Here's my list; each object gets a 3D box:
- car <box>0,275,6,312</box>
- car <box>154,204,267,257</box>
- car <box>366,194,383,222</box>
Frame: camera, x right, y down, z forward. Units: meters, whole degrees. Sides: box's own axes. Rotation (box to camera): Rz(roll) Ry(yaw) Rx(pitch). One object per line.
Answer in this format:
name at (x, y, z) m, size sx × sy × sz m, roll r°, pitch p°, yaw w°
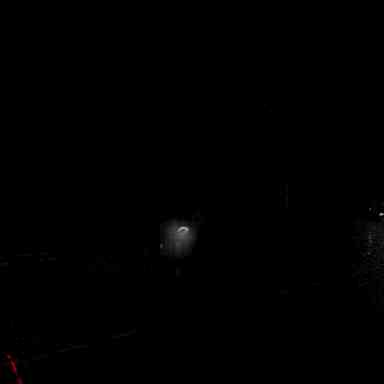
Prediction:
car at (-5.340, 1.467, 4.404) m, size 5.008 × 1.535 × 1.882 m, roll 1°, pitch 0°, yaw -35°
car at (0.782, 1.370, 13.065) m, size 4.553 × 1.767 × 2.097 m, roll 0°, pitch 0°, yaw -35°
car at (14.699, 1.123, 24.264) m, size 5.566 × 2.045 × 2.150 m, roll -1°, pitch 1°, yaw -44°
